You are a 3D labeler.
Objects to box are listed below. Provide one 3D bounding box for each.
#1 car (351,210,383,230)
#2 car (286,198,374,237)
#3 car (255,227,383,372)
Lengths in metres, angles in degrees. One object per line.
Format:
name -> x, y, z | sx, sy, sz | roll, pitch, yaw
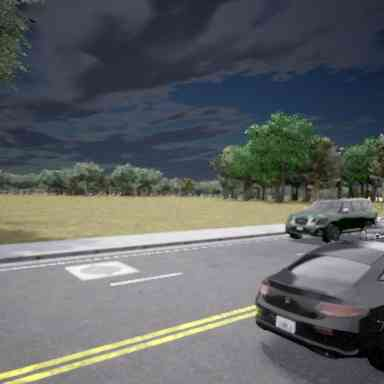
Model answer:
car -> 8.963, 1.641, 14.061 | 4.674, 1.442, 1.812 | 1, 0, -35
car -> 7.156, 1.338, 16.761 | 5.566, 2.045, 2.150 | 1, 0, -35
car -> 3.089, 1.568, 5.647 | 4.674, 1.442, 1.812 | 1, 0, -35
